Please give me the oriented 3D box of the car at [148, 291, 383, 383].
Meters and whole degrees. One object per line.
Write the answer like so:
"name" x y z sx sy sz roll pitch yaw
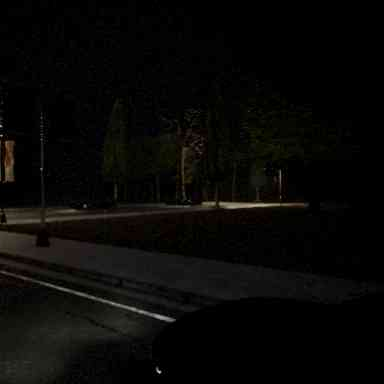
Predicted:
"car" 1.889 1.478 2.339 5.008 1.535 1.882 0 0 35

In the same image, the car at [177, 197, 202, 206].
"car" -0.044 1.701 61.863 2.097 1.767 4.553 0 -1 35

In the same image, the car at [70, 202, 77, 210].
"car" -14.879 1.763 46.521 1.994 1.385 4.181 0 0 35

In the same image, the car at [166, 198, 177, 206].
"car" -2.720 1.900 63.708 2.033 1.411 5.357 0 -1 35

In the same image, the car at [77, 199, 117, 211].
"car" -12.308 1.688 44.531 2.128 1.511 4.902 0 0 35
